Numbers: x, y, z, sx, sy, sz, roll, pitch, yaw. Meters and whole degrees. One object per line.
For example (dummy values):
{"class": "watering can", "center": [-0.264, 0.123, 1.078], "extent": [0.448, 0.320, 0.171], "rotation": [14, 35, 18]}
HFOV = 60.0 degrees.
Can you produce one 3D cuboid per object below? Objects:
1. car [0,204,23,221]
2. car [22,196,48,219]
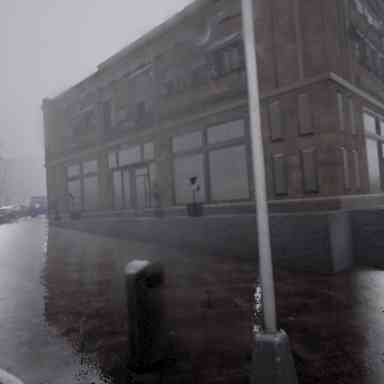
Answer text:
{"class": "car", "center": [-16.786, 1.883, 31.639], "extent": [1.812, 1.442, 4.674], "rotation": [-3, 1, 0]}
{"class": "car", "center": [-13.516, 1.375, 31.856], "extent": [2.150, 2.045, 5.566], "rotation": [-3, 0, 0]}
